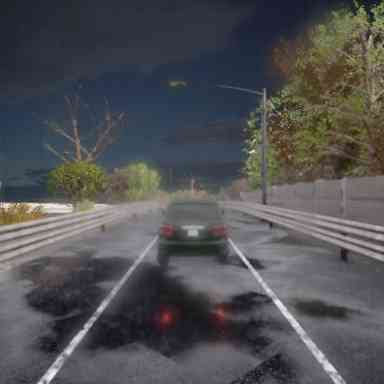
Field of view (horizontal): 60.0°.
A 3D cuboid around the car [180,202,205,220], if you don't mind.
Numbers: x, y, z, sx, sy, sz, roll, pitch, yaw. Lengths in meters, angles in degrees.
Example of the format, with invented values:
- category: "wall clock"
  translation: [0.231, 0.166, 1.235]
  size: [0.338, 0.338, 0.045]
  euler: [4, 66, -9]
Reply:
- category: "car"
  translation: [0.084, 1.614, 28.957]
  size: [1.994, 1.385, 4.181]
  euler: [0, -1, 1]

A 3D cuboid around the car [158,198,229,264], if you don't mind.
- category: "car"
  translation: [0.057, 1.230, 11.996]
  size: [2.150, 2.045, 5.566]
  euler: [0, 0, 1]
